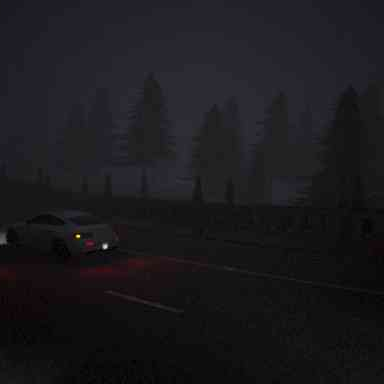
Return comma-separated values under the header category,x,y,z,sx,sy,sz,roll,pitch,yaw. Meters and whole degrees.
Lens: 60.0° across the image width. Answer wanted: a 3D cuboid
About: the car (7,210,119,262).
category,x,y,z,sx,sy,sz,roll,pitch,yaw
car,-4.528,1.344,11.518,4.674,1.442,1.812,3,1,35
